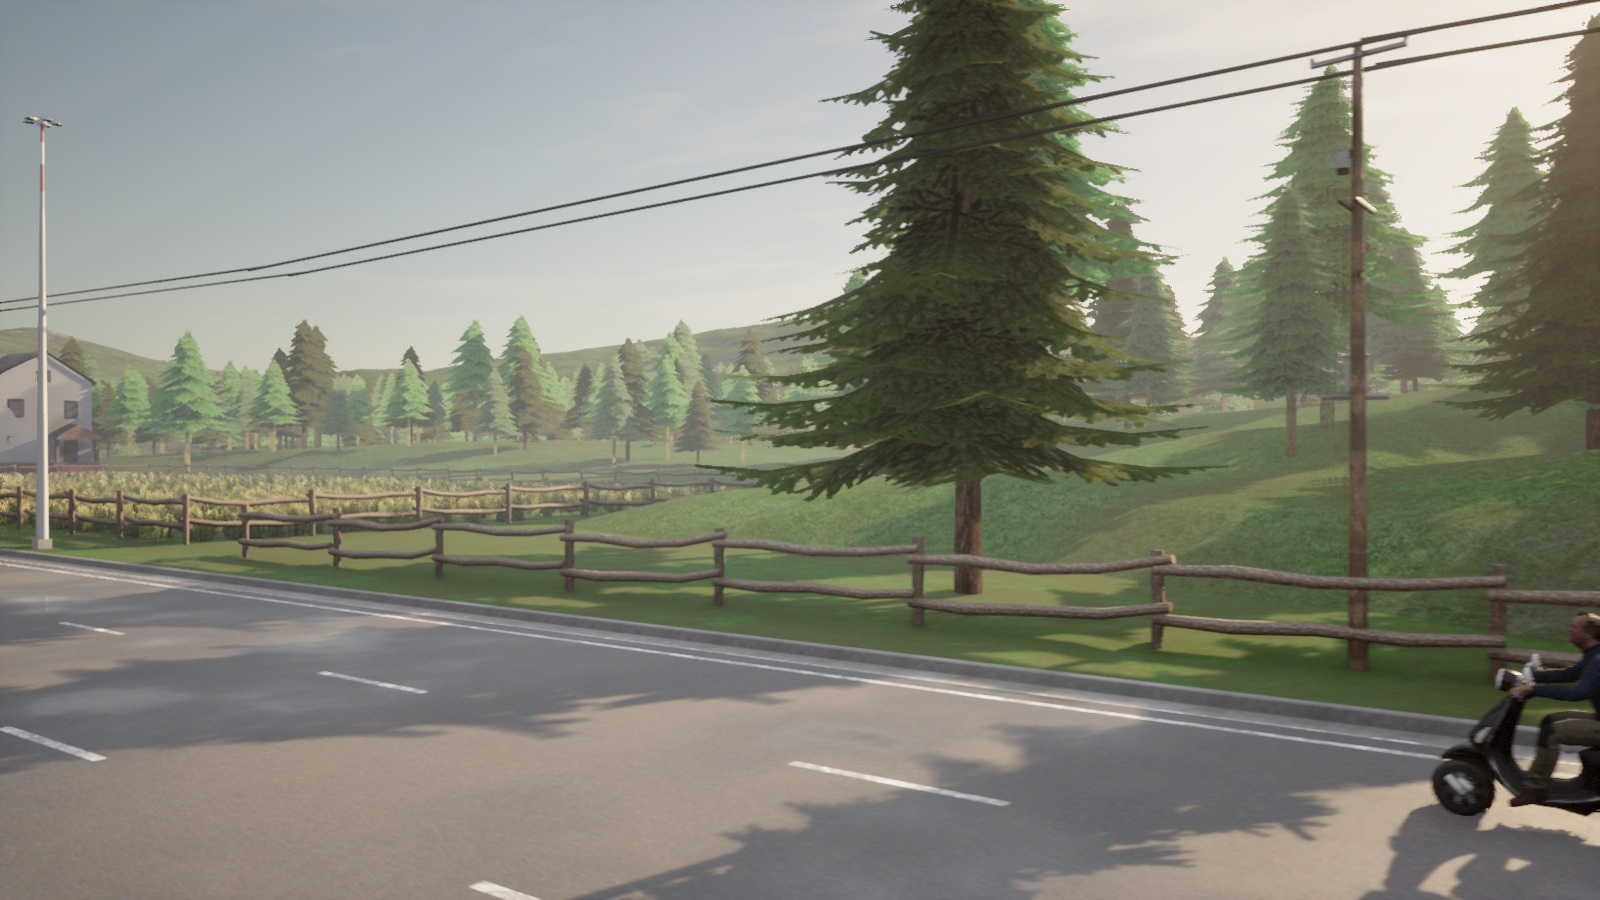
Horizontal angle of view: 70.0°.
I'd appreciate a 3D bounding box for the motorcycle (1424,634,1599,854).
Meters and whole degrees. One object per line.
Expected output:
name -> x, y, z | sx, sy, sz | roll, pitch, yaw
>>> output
motorcycle -> 5.651, 2.142, 8.373 | 1.805, 1.316, 0.856 | 0, 0, 35
